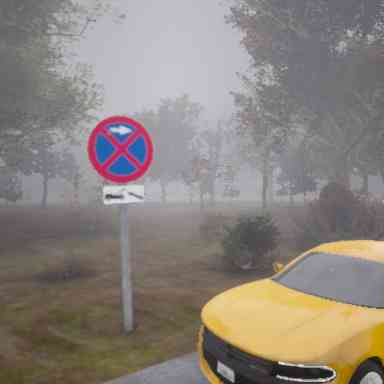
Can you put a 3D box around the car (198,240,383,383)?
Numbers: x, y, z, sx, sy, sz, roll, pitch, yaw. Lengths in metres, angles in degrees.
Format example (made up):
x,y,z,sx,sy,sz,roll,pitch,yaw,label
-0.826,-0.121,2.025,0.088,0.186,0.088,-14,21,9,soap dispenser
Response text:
x,y,z,sx,sy,sz,roll,pitch,yaw,label
2.393,1.475,4.635,5.008,1.535,1.882,0,0,-34,car
